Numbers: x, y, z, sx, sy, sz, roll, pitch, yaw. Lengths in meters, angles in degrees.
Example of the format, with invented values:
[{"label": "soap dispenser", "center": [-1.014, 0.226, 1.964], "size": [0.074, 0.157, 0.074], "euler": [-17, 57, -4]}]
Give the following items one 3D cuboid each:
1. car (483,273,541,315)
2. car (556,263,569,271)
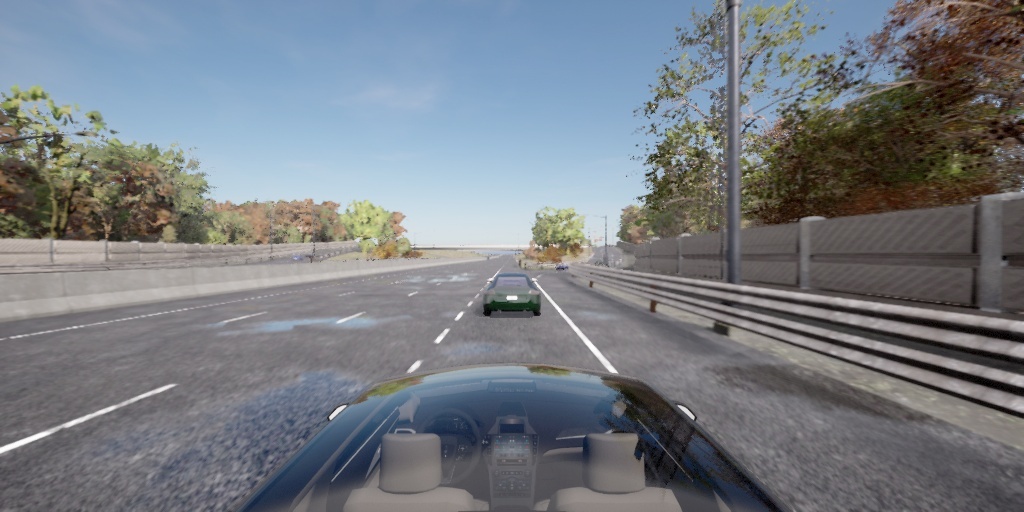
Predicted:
[{"label": "car", "center": [0.001, 1.319, 13.572], "size": [1.994, 1.385, 4.181], "euler": [0, 0, 0]}, {"label": "car", "center": [9.357, 1.935, 62.875], "size": [1.895, 1.301, 4.718], "euler": [0, -1, 26]}]
